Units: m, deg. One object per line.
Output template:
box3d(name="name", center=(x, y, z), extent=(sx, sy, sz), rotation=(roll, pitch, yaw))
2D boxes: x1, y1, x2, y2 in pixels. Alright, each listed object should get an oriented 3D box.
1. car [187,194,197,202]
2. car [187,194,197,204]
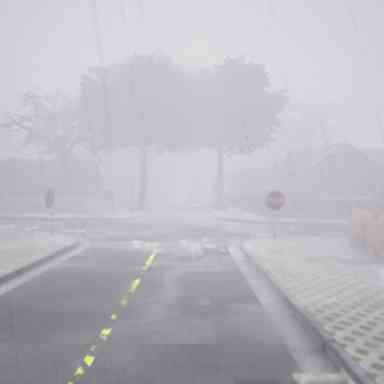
box3d(name="car", center=(0.049, 1.268, 74.332), extent=(2.097, 1.767, 4.553), rotation=(0, 0, 0))
box3d(name="car", center=(0.042, 1.538, 64.313), extent=(1.994, 1.385, 4.181), rotation=(0, 0, 0))
